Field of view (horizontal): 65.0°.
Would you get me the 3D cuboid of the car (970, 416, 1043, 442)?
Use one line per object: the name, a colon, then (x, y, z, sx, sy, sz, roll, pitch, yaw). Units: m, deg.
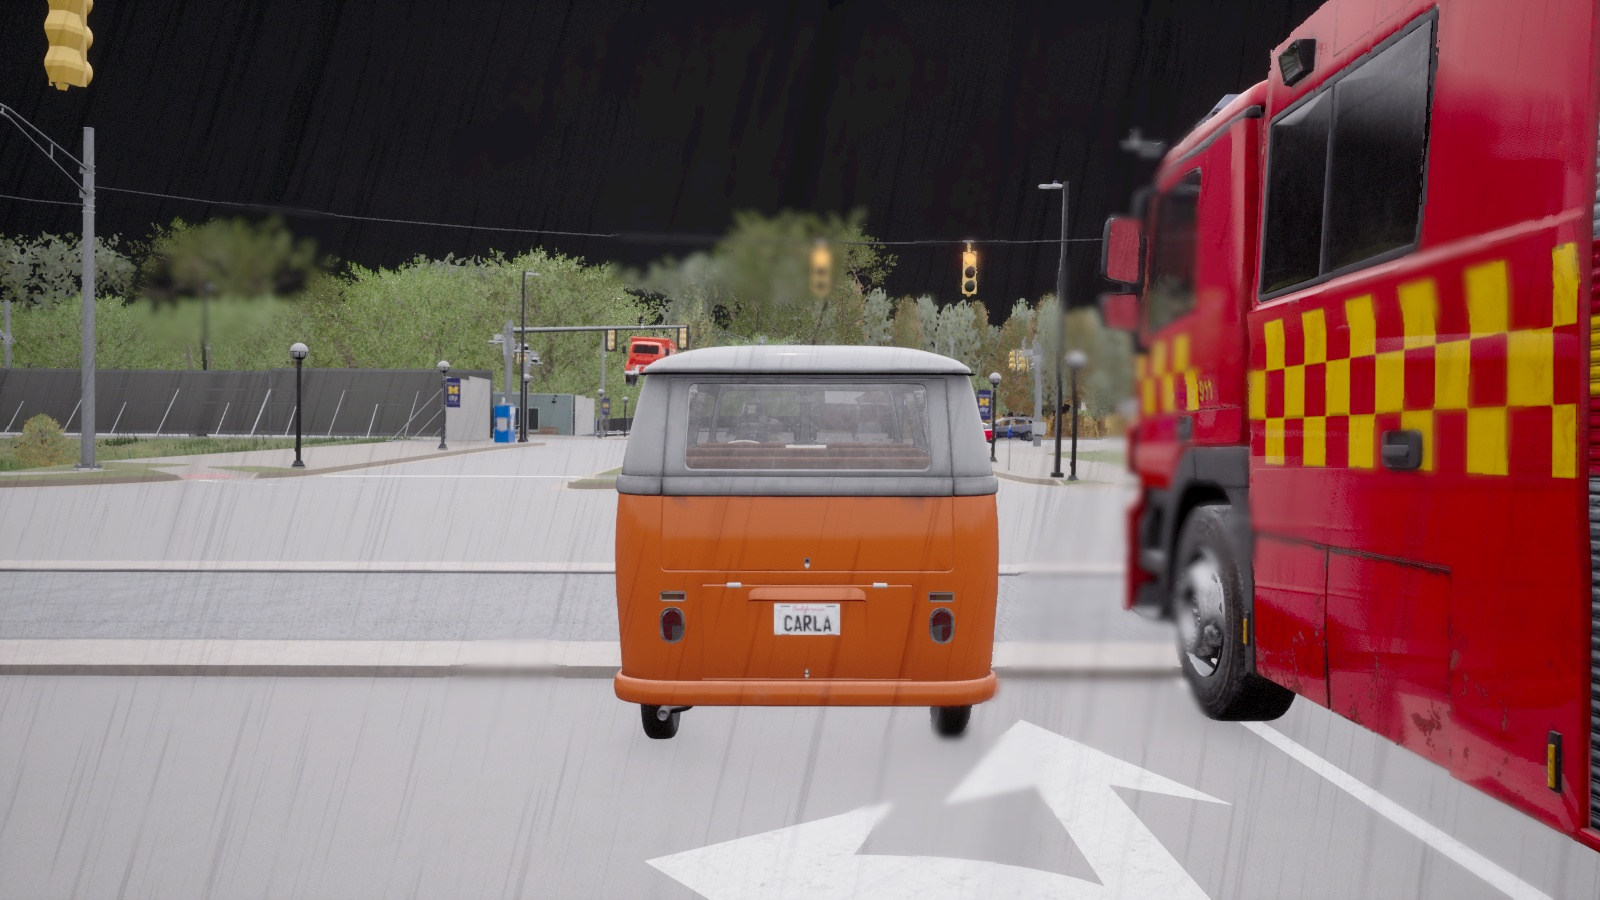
car: (14.024, -1.456, 85.496, 4.611, 1.667, 2.242, -1, 2, 0)

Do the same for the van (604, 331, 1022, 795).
van: (0.055, 0.406, 7.595, 1.775, 1.987, 4.442, 0, 2, 0)

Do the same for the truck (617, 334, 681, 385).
truck: (-8.160, -4.874, 68.441, 2.627, 2.467, 5.204, 3, 2, 1)

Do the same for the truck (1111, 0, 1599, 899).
truck: (3.567, -0.440, 4.371, 2.891, 3.827, 8.468, 0, 0, 0)
